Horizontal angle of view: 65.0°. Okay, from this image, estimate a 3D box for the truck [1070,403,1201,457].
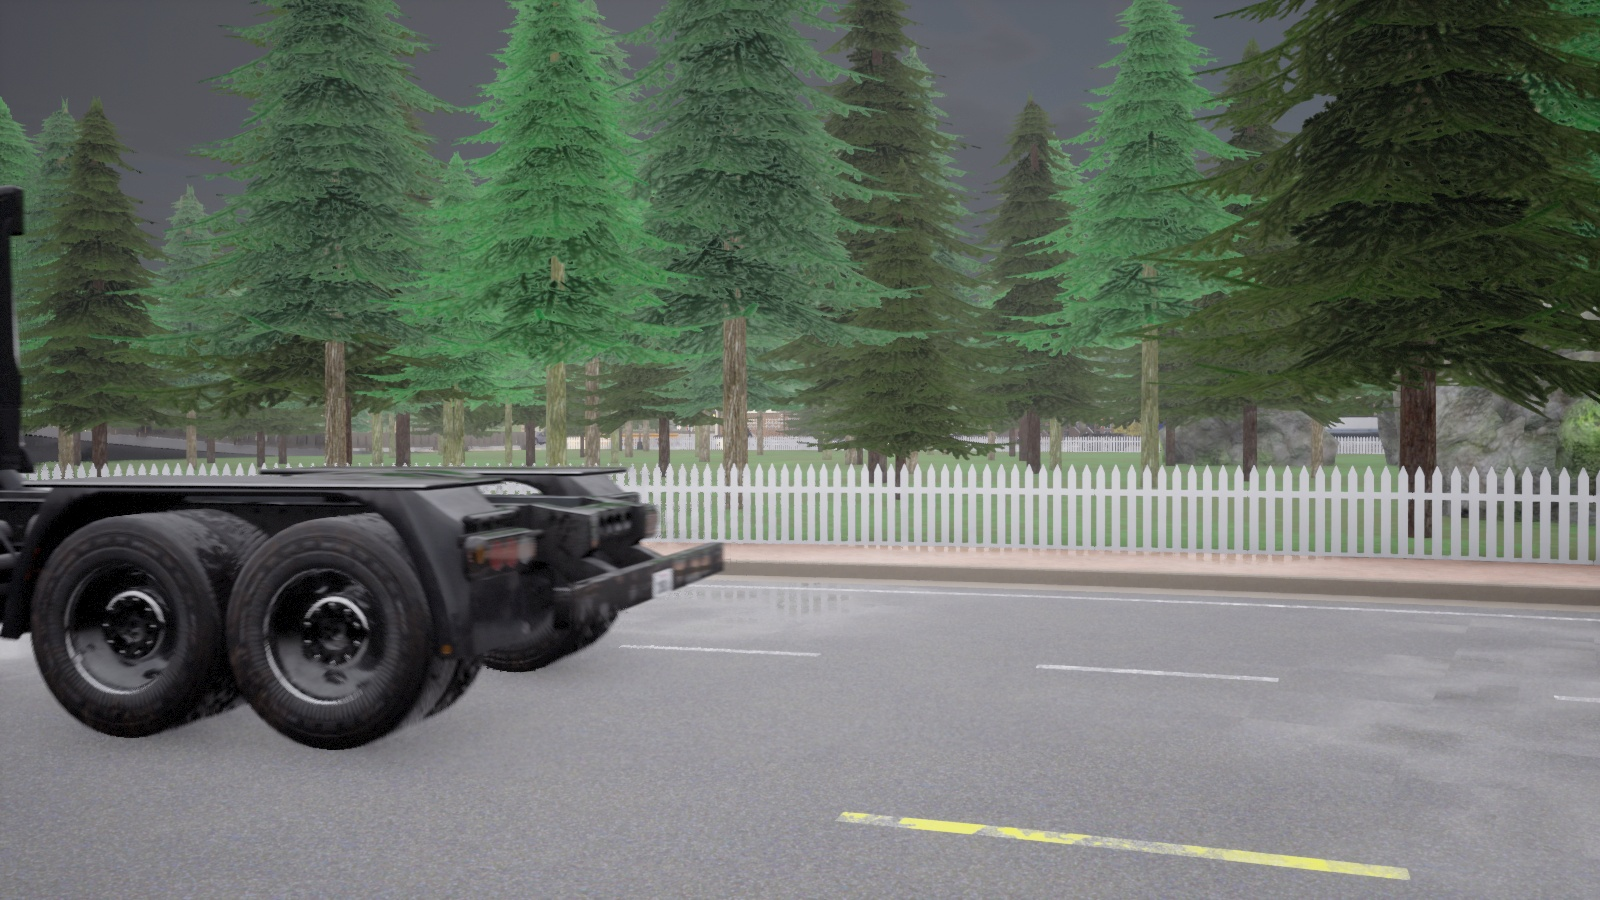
[{"bbox_3d":[22.241,-1.352,83.439,7.936,3.462,2.891,1,1,33],"label":"truck"}]

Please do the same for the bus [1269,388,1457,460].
[{"bbox_3d":[35.381,-1.628,79.101,10.273,4.253,3.944,1,1,33],"label":"bus"}]

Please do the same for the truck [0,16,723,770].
[{"bbox_3d":[-4.720,-0.302,8.045,7.936,3.462,2.891,0,1,13],"label":"truck"}]
